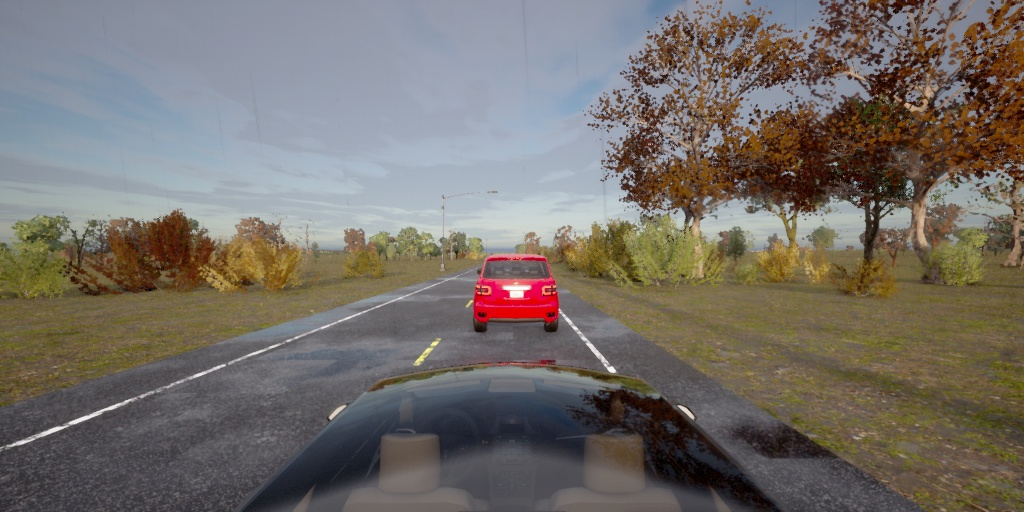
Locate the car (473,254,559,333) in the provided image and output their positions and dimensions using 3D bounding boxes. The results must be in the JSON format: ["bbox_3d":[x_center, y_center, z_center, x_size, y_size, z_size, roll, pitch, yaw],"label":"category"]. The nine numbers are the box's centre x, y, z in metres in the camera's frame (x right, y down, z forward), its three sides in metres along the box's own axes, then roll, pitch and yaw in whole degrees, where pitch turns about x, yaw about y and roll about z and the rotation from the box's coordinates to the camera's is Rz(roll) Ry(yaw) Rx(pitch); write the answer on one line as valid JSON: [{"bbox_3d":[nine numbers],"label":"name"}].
[{"bbox_3d":[0.083,0.968,10.925,2.150,2.045,5.566,0,0,-1],"label":"car"}]

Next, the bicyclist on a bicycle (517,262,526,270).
[{"bbox_3d":[0.874,1.110,30.104,0.659,1.776,1.843,0,0,0],"label":"bicyclist on a bicycle"}]

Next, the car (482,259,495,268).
[{"bbox_3d":[-3.947,1.259,60.552,1.812,1.442,4.674,0,0,0],"label":"car"}]
